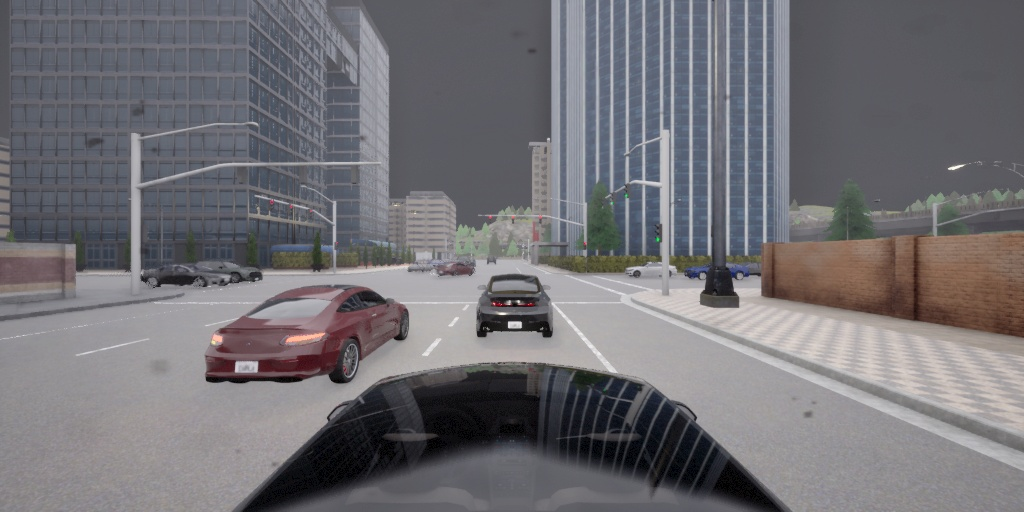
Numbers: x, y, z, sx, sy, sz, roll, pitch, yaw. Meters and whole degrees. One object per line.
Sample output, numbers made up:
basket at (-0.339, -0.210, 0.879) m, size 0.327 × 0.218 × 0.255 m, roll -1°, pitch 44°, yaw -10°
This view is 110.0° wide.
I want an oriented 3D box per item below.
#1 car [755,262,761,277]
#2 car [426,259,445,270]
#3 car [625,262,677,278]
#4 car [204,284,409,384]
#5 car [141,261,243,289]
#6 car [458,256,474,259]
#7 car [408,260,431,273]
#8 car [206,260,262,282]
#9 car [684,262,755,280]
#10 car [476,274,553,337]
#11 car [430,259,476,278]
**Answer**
car at (22.614, 1.297, 33.817) m, size 5.357 × 1.411 × 2.033 m, roll 0°, pitch 0°, yaw -1°
car at (-11.473, 1.227, 53.826) m, size 1.882 × 1.535 × 5.008 m, roll 0°, pitch 0°, yaw -1°
car at (13.027, 1.276, 33.713) m, size 4.674 × 1.442 × 1.812 m, roll 0°, pitch 0°, yaw 1°
car at (-3.438, 1.276, 6.958) m, size 1.812 × 1.442 × 4.674 m, roll 0°, pitch 0°, yaw 0°
car at (-20.358, 1.242, 22.576) m, size 4.902 × 1.511 × 2.128 m, roll 0°, pitch 0°, yaw 1°
car at (-8.050, 0.971, 59.435) m, size 2.150 × 2.045 × 5.566 m, roll 0°, pitch 0°, yaw -1°
car at (-11.395, 1.351, 44.434) m, size 1.895 × 1.301 × 4.718 m, roll 0°, pitch 0°, yaw 1°
car at (-20.944, 1.102, 26.218) m, size 4.553 × 1.767 × 2.097 m, roll 0°, pitch 0°, yaw -1°
car at (17.209, 1.228, 30.269) m, size 5.008 × 1.535 × 1.882 m, roll 0°, pitch 0°, yaw -1°
car at (0.064, 1.255, 10.224) m, size 1.837 × 1.490 × 4.892 m, roll 0°, pitch 0°, yaw 0°
car at (-5.437, 1.275, 34.766) m, size 1.812 × 1.442 × 4.674 m, roll 1°, pitch 0°, yaw 28°
